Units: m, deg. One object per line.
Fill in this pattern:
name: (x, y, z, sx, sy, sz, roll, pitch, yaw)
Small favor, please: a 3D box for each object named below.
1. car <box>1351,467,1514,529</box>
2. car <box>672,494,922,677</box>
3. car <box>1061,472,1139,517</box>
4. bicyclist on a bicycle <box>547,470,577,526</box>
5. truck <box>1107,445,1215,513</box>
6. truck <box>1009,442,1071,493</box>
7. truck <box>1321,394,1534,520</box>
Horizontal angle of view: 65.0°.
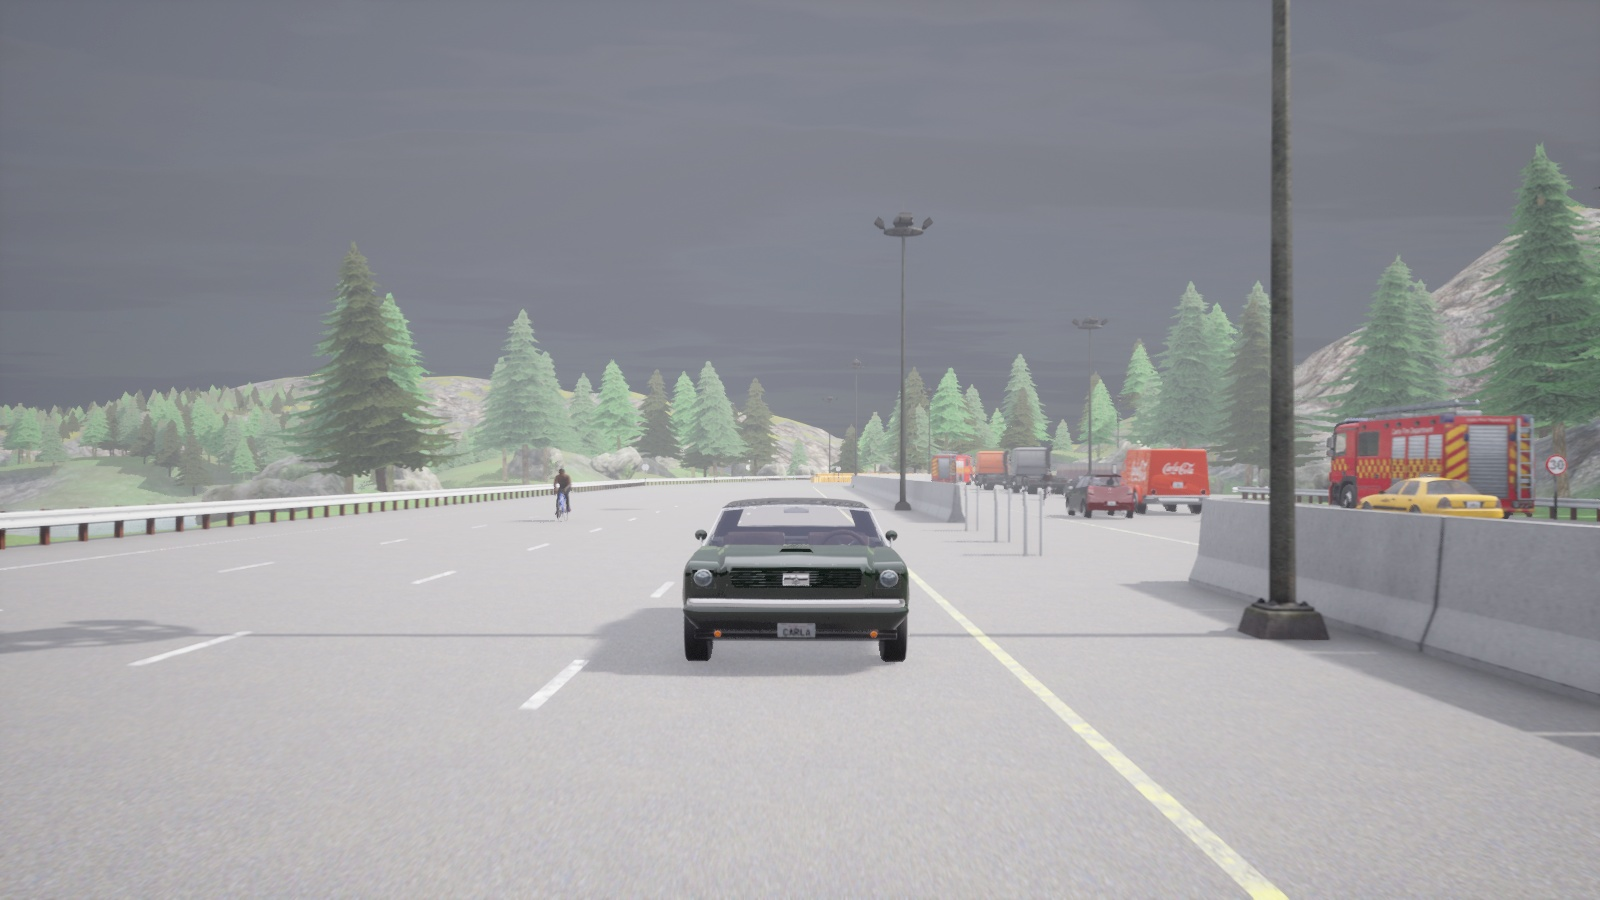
car: (17.418, 1.269, 34.944, 1.801, 1.575, 5.366, 0, -1, 0)
car: (-0.028, 1.115, 11.918, 1.895, 1.301, 4.718, 0, -1, 0)
car: (10.398, 1.520, 43.781, 1.845, 1.501, 3.633, 0, -1, 0)
bicyclist on a bicycle: (-7.088, 1.424, 37.516, 0.582, 1.620, 1.656, 0, -1, 0)
truck: (13.886, 1.093, 48.712, 2.627, 2.467, 5.204, 0, -1, 0)
truck: (17.220, 1.283, 90.741, 2.891, 3.462, 7.936, 0, -1, 0)
truck: (20.895, 0.278, 42.540, 2.891, 3.827, 8.468, 0, -1, 0)
